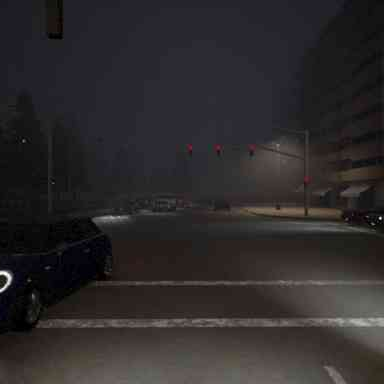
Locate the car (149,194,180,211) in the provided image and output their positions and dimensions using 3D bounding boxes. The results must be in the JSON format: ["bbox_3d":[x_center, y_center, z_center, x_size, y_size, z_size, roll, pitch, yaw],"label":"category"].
[{"bbox_3d":[-3.272,1.221,40.398,2.150,2.045,5.566,0,0,6],"label":"car"}]

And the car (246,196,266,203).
[{"bbox_3d":[13.142,1.477,68.108,5.008,1.535,1.882,0,0,-41],"label":"car"}]

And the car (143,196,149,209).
[{"bbox_3d":[-6.370,1.352,44.371,2.097,1.767,4.553,0,0,7],"label":"car"}]

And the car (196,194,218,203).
[{"bbox_3d":[3.100,1.351,67.750,2.097,1.767,4.553,0,0,39],"label":"car"}]

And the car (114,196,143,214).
[{"bbox_3d":[-6.921,1.491,35.286,2.128,1.511,4.902,0,0,2],"label":"car"}]

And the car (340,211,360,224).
[{"bbox_3d":[13.388,1.656,24.045,4.718,1.301,1.895,0,0,0],"label":"car"}]

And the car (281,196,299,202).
[{"bbox_3d":[21.938,1.525,73.634,4.902,1.511,2.128,0,0,-22],"label":"car"}]

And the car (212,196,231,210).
[{"bbox_3d":[3.971,1.477,42.980,1.882,1.535,5.008,0,0,6],"label":"car"}]

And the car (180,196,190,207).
[{"bbox_3d":[-1.813,1.352,50.398,2.097,1.767,4.553,0,0,16],"label":"car"}]

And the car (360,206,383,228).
[{"bbox_3d":[13.379,1.656,20.545,4.718,1.301,1.895,0,0,0],"label":"car"}]

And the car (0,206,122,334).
[{"bbox_3d":[-3.375,1.351,6.942,2.097,1.767,4.553,0,0,9],"label":"car"}]

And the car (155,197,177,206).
[{"bbox_3d":[-4.158,1.525,54.547,1.812,1.442,4.674,0,0,21],"label":"car"}]

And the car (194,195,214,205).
[{"bbox_3d":[2.071,1.491,59.867,2.128,1.511,4.902,0,0,30],"label":"car"}]
